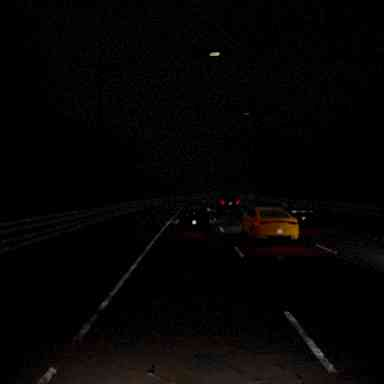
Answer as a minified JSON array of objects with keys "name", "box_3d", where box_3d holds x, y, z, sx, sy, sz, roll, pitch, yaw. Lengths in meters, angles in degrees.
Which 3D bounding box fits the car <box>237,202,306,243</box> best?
[{"name":"car","box_3d":[3.616,1.456,16.117,1.882,1.535,5.008,0,0,0]}]

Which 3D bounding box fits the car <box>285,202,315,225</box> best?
[{"name":"car","box_3d":[7.165,1.471,23.657,2.128,1.511,4.902,0,0,1]}]

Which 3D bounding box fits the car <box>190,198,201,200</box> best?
[{"name":"car","box_3d":[0.458,1.506,40.138,1.837,1.490,4.892,0,0,1]}]

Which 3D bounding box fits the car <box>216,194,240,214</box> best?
[{"name":"car","box_3d":[3.842,1.213,35.348,2.150,2.045,5.566,0,0,1]}]

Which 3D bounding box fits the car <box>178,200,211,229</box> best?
[{"name":"car","box_3d":[0.145,1.483,21.346,1.837,1.490,4.892,0,0,0]}]
